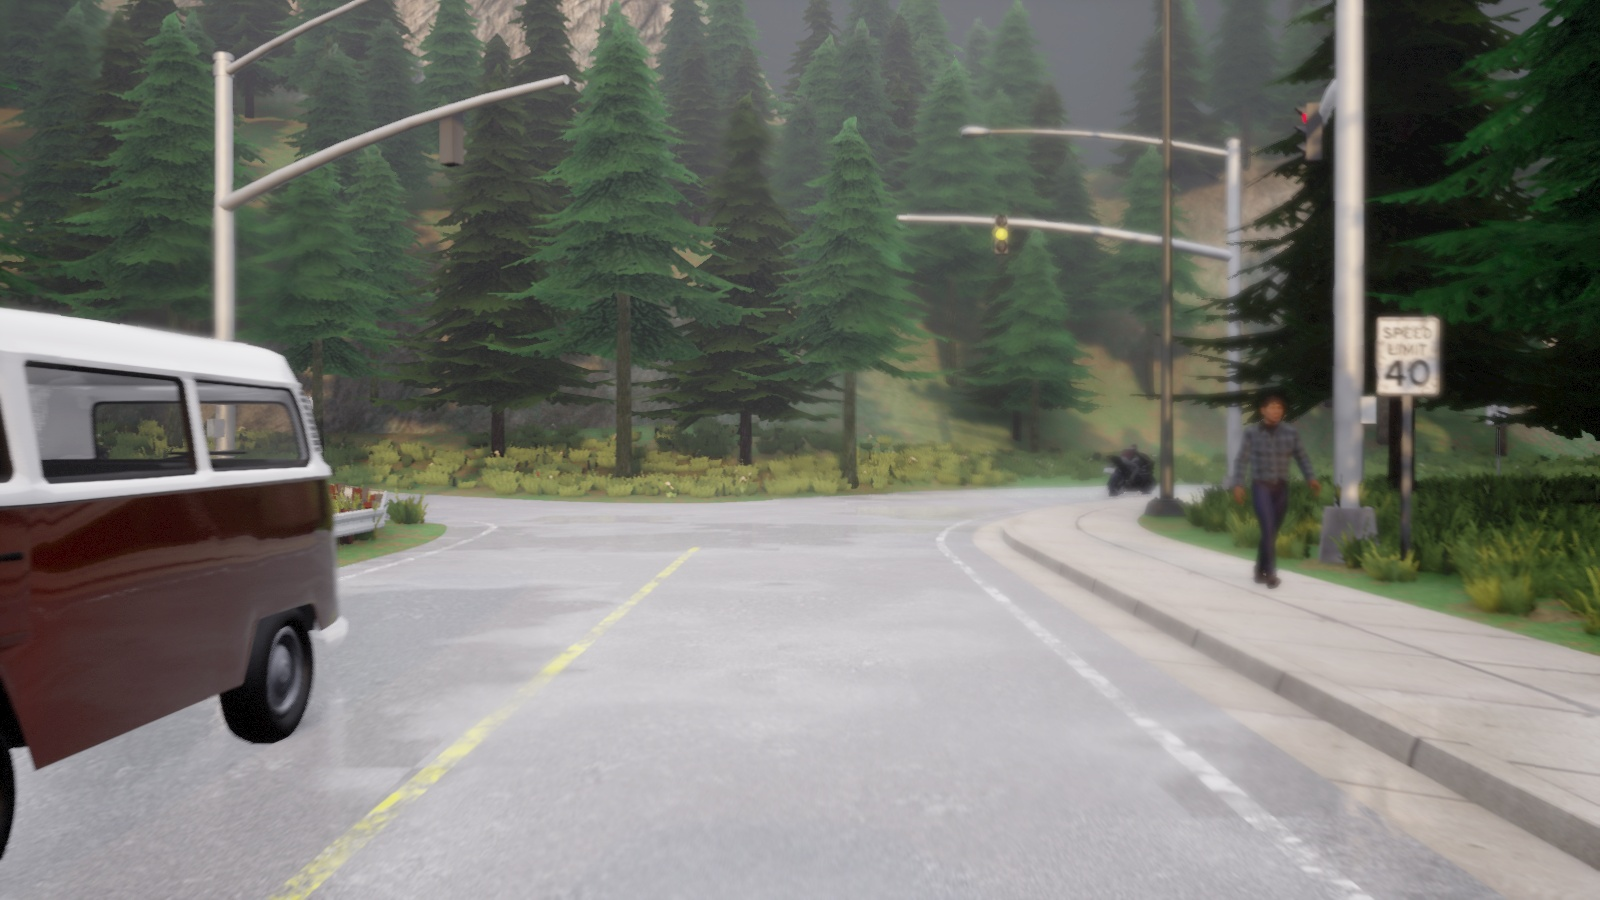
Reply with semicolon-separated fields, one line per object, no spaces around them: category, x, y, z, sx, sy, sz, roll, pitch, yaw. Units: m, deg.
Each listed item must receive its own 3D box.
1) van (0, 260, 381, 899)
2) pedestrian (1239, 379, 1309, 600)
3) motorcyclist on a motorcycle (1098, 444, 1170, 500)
van;-3.427;0.440;4.853;2.069;2.038;4.480;0;0;1
pedestrian;4.318;0.348;11.478;0.423;1.949;0.788;0;0;8
motorcyclist on a motorcycle;9.433;0.593;35.404;2.191;1.530;0.866;0;1;-41
